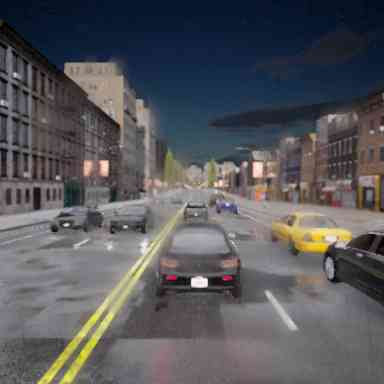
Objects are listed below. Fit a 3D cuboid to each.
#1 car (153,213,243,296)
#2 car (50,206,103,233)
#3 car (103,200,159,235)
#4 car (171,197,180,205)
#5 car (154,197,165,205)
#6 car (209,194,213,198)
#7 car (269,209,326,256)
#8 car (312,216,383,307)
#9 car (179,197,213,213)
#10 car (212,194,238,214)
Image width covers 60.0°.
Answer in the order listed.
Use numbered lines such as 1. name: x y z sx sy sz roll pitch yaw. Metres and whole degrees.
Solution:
1. car: 0.158 1.493 8.424 1.812 1.442 4.674 0 0 1
2. car: -6.445 1.497 19.067 1.994 1.385 4.181 0 0 1
3. car: -3.199 1.419 18.586 1.882 1.535 5.008 0 0 1
4. car: -2.761 1.658 60.601 1.994 1.385 4.181 0 0 1
5. car: -6.011 1.579 60.586 2.128 1.511 4.902 0 0 1
6. car: 3.667 1.268 48.812 2.150 2.045 5.566 0 0 1
7. car: 4.325 1.423 12.901 1.801 1.575 5.366 0 0 1
8. car: 4.271 1.488 6.710 1.837 1.490 4.892 0 0 1
9. car: 0.318 1.444 26.370 2.128 1.511 4.902 0 0 1
10. car: 3.587 1.332 35.314 2.097 1.767 4.553 0 0 1
